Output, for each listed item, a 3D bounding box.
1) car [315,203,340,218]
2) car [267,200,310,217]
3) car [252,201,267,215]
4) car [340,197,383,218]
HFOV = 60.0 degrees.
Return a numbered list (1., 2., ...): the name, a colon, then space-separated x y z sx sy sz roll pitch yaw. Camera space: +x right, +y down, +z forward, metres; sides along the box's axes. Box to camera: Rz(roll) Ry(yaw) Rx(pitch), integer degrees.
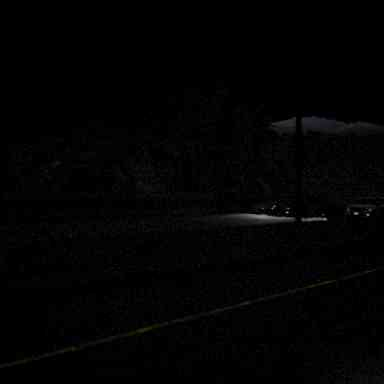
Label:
1. car: 14.233 1.772 32.970 5.357 1.411 2.033 1 0 -43
2. car: 10.080 1.556 33.960 4.553 1.767 2.097 1 0 -42
3. car: 8.627 1.734 37.343 4.674 1.442 1.812 1 0 -43
4. car: 15.699 1.437 29.576 5.566 2.045 2.150 0 0 -43
